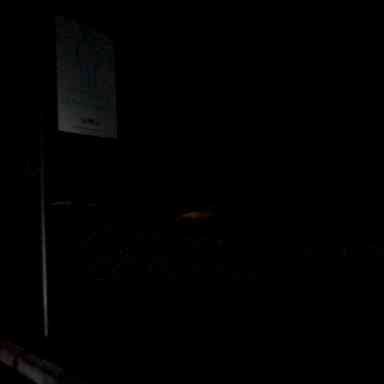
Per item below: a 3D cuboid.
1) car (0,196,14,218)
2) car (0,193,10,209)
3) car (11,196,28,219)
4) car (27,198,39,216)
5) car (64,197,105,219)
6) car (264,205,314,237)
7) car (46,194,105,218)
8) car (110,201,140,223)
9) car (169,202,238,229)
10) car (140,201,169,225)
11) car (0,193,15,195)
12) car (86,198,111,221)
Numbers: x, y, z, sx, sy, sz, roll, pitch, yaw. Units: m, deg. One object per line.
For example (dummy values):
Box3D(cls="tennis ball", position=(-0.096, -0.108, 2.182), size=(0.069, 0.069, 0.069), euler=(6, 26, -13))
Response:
Box3D(cls="car", position=(-16.787, 1.443, 34.845), size=(1.946, 1.575, 5.366), euler=(0, 0, 35))
Box3D(cls="car", position=(-25.928, 1.133, 41.152), size=(2.435, 2.045, 5.566), euler=(1, 0, 35))
Box3D(cls="car", position=(-14.634, 1.454, 33.081), size=(2.097, 1.535, 5.008), euler=(0, 0, 35))
Box3D(cls="car", position=(-12.370, 1.461, 31.471), size=(2.231, 1.521, 4.892), euler=(0, 0, 35))
Box3D(cls="car", position=(-7.840, 1.465, 28.264), size=(2.097, 1.535, 5.008), euler=(0, 0, 35))
Box3D(cls="car", position=(5.714, 1.512, 18.586), size=(2.163, 1.488, 4.792), euler=(0, 0, 35))
Box3D(cls="car", position=(-10.122, 1.211, 29.844), size=(2.435, 2.045, 5.566), euler=(0, 0, 35))
Box3D(cls="car", position=(-3.314, 1.472, 25.048), size=(2.231, 1.521, 4.892), euler=(0, 0, 35))
Box3D(cls="car", position=(1.098, 1.474, 21.675), size=(1.946, 1.575, 5.366), euler=(0, 0, 35))
Box3D(cls="car", position=(-1.040, 1.504, 23.458), size=(2.163, 1.488, 4.792), euler=(0, 0, 35))
Box3D(cls="car", position=(-23.698, 1.152, 39.497), size=(2.435, 2.045, 5.566), euler=(0, 0, 35))
Box3D(cls="car", position=(-5.577, 1.468, 26.655), size=(2.097, 1.535, 5.008), euler=(0, 0, 35))
